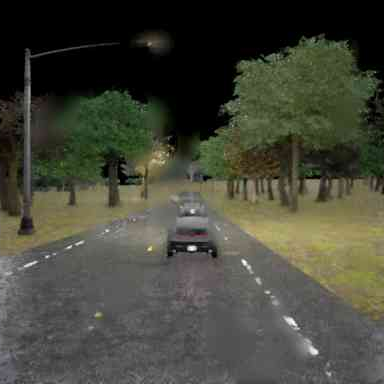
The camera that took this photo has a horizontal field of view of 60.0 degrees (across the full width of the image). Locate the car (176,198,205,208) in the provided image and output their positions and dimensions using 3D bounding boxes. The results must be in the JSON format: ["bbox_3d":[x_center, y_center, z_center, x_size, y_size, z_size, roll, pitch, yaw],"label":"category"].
[{"bbox_3d":[0.031,1.599,28.416,2.097,1.767,4.553,0,-1,0],"label":"car"}]

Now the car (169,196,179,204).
[{"bbox_3d":[-3.494,1.529,65.679,1.882,1.535,5.008,0,1,0],"label":"car"}]

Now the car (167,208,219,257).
[{"bbox_3d":[0.027,1.628,13.524,1.837,1.490,4.892,0,0,1],"label":"car"}]
